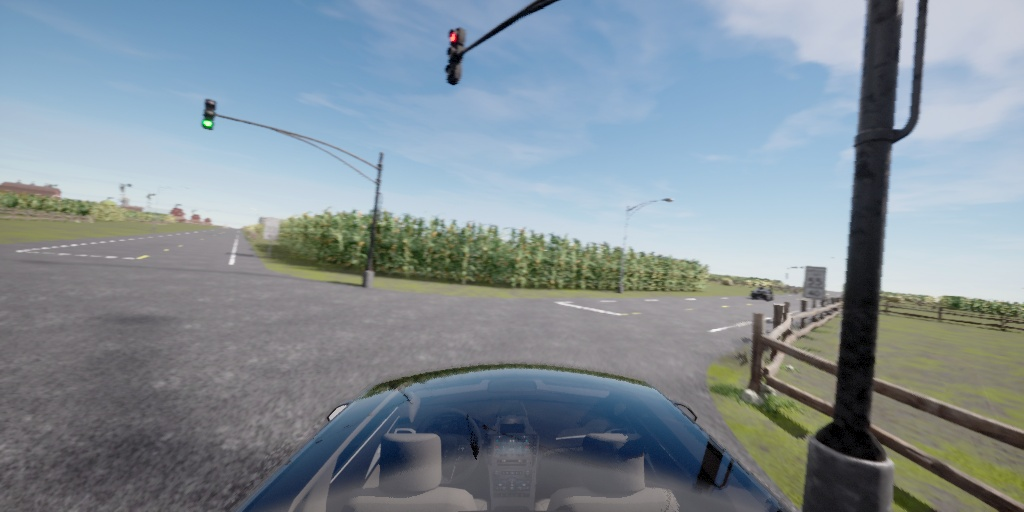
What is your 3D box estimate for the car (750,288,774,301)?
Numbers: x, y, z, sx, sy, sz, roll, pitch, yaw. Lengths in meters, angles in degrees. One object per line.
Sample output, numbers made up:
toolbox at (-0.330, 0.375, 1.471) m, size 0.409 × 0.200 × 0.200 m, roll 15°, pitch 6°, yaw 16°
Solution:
car at (31.616, 4.765, 45.139) m, size 2.033 × 1.411 × 5.357 m, roll 5°, pitch -1°, yaw 44°
